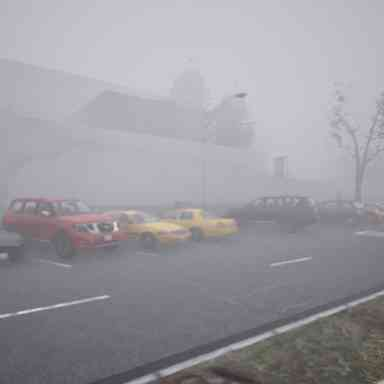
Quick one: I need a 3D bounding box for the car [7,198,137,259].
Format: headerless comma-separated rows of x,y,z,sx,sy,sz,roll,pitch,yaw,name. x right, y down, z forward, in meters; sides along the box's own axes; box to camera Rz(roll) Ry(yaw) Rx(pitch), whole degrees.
-5.107,1.239,12.870,5.566,2.045,2.435,-1,-1,35,car

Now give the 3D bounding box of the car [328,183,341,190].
37.057,-1.465,86.557,1.946,1.575,5.366,7,3,35,car

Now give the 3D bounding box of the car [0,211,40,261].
-7.551,1.521,11.123,4.792,1.488,2.163,-1,-1,35,car

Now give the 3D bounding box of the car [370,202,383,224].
11.952,1.417,25.085,4.553,1.767,2.185,-1,-1,35,car

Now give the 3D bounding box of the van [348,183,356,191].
40.357,-1.146,81.353,1.878,1.987,4.442,7,3,35,van

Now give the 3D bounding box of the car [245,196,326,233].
4.615,1.254,19.853,5.566,2.045,2.435,-1,-1,35,car

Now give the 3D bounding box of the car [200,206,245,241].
-0.399,1.493,16.461,5.366,1.575,1.946,-1,-1,35,car

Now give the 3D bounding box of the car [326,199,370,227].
9.557,1.401,23.302,4.553,1.767,2.185,-1,-1,35,car

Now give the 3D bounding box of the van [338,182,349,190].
38.630,-1.419,83.825,1.878,1.987,4.442,7,3,35,van

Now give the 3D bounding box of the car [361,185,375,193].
42.114,-0.647,78.988,2.231,1.521,4.892,7,3,35,car

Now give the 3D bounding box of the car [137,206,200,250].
-2.532,1.485,14.515,5.366,1.575,1.946,-1,-1,35,car
